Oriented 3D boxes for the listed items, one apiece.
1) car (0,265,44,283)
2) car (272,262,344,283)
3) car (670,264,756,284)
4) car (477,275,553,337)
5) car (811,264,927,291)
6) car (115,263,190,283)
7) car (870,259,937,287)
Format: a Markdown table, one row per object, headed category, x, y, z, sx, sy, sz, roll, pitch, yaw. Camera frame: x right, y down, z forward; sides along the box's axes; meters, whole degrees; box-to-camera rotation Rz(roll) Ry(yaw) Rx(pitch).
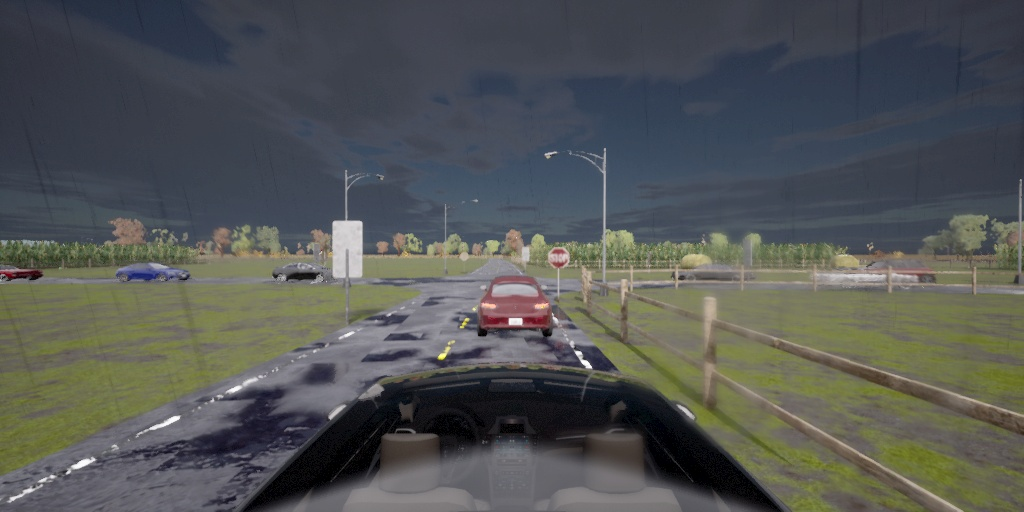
| category | x | y | z | sx | sy | sz | roll | pitch | yaw |
| --- | --- | --- | --- | --- | --- | --- | --- | --- | --- |
| car | -38.844 | 1.318 | 27.147 | 4.718 | 1.301 | 1.895 | 0 | 0 | -2 |
| car | -15.155 | 1.218 | 26.718 | 4.902 | 1.511 | 2.128 | 0 | 0 | 3 |
| car | 14.581 | 1.280 | 26.208 | 5.357 | 1.411 | 2.033 | 0 | 0 | 10 |
| car | 0.058 | 1.270 | 10.147 | 1.812 | 1.442 | 4.674 | 0 | 0 | -1 |
| car | 21.534 | 1.364 | 21.971 | 4.718 | 1.301 | 1.895 | 0 | 0 | 12 |
| car | -27.193 | 1.247 | 27.186 | 4.674 | 1.442 | 1.812 | 0 | 0 | 1 |
| car | 25.116 | 1.099 | 24.160 | 4.553 | 1.767 | 2.097 | 0 | 0 | 12 |
